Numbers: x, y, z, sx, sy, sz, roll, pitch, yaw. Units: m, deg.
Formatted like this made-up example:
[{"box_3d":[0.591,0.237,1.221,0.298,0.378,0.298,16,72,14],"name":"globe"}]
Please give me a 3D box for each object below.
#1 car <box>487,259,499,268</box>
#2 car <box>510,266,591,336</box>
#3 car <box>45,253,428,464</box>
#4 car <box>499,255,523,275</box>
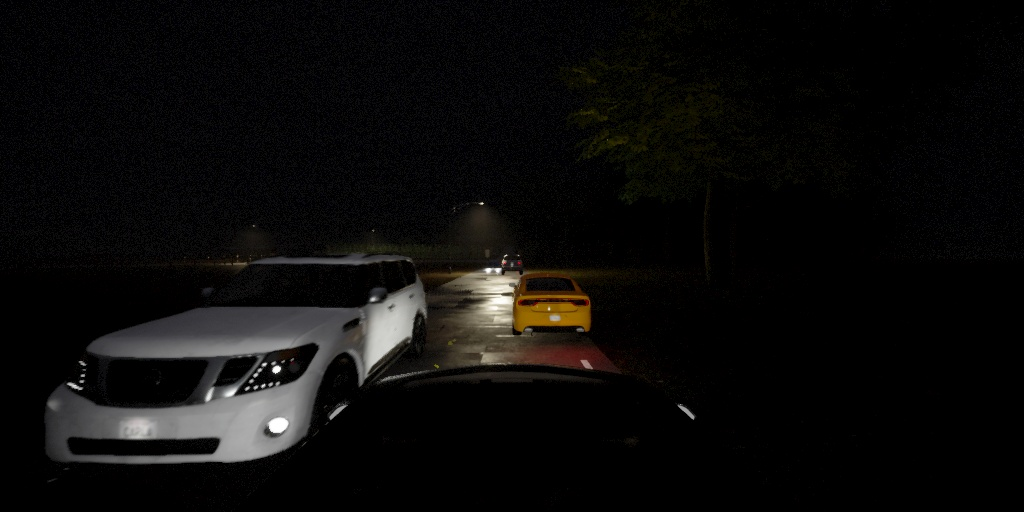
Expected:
[{"box_3d":[-2.834,1.184,55.033,1.895,1.301,4.718,0,0,0],"name":"car"},{"box_3d":[0.949,1.218,10.408,1.882,1.535,5.008,0,0,0],"name":"car"},{"box_3d":[-2.856,0.968,5.500,2.150,2.045,5.566,0,0,0],"name":"car"},{"box_3d":[0.015,0.895,37.980,2.150,2.045,5.566,0,0,0],"name":"car"}]
